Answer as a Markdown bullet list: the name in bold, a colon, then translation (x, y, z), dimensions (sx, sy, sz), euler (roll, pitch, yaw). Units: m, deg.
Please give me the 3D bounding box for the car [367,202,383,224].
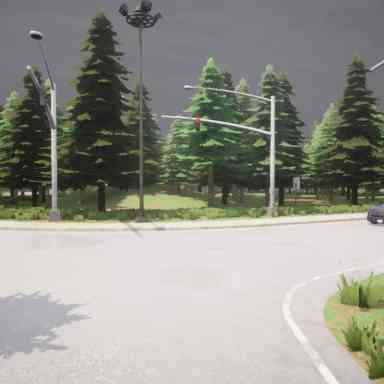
- **car**: translation (12.115, 0.952, 18.776), dimensions (4.553, 1.767, 2.097), euler (-1, 2, -25)
